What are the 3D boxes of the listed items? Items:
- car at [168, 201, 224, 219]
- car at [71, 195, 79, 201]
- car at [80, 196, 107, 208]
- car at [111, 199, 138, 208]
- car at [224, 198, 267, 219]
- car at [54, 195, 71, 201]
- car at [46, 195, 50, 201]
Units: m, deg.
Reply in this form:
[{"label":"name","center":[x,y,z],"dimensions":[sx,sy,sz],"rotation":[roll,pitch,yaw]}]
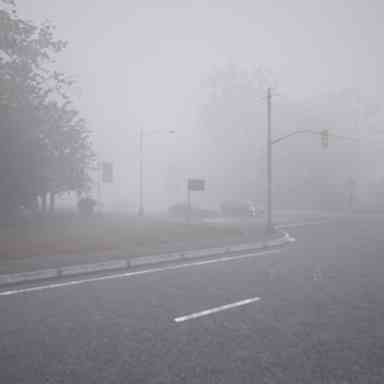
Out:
[{"label":"car","center":[-0.025,1.528,29.244],"dimensions":[2.033,1.411,5.357],"rotation":[0,0,-39]},{"label":"car","center":[-28.298,1.444,81.593],"dimensions":[1.882,1.535,5.008],"rotation":[0,0,-39]},{"label":"car","center":[-13.534,1.508,46.189],"dimensions":[1.812,1.442,4.674],"rotation":[0,0,-38]},{"label":"car","center":[-9.493,1.579,46.721],"dimensions":[1.895,1.301,4.718],"rotation":[0,0,-38]},{"label":"car","center":[4.421,1.328,29.288],"dimensions":[2.097,1.767,4.553],"rotation":[0,0,-39]},{"label":"car","center":[-31.306,1.569,79.751],"dimensions":[1.895,1.301,4.718],"rotation":[0,0,-39]},{"label":"car","center":[-37.555,1.527,87.568],"dimensions":[1.895,1.301,4.718],"rotation":[0,0,-39]}]
